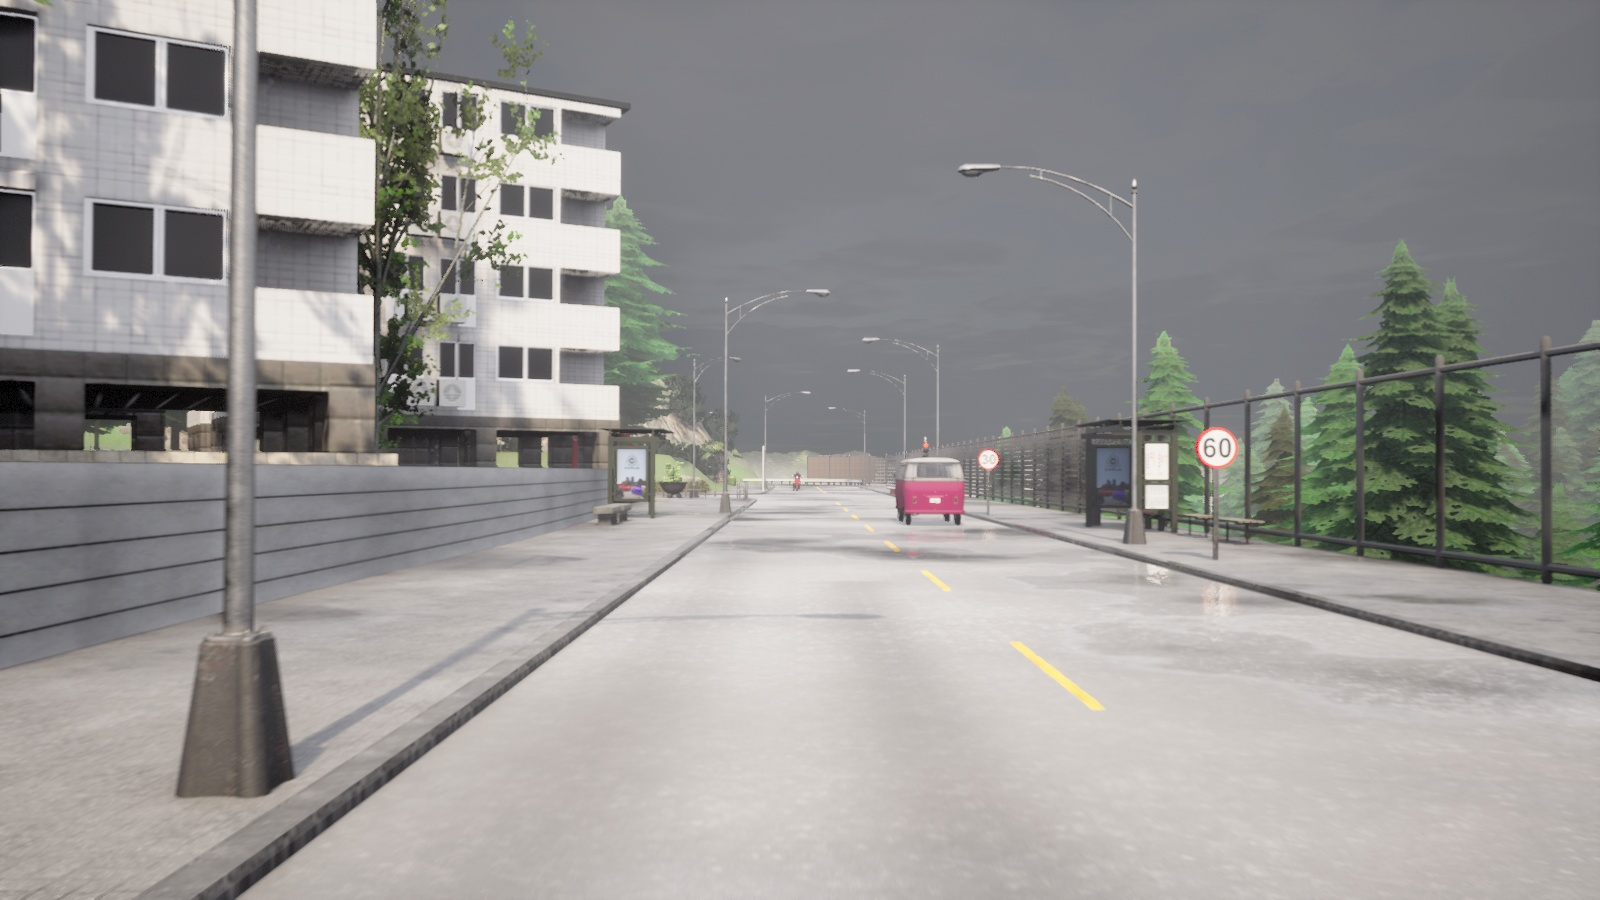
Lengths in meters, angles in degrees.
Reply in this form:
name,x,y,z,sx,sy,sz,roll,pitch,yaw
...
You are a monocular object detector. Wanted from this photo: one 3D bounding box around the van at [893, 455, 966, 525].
name,x,y,z,sx,sy,sz,roll,pitch,yaw
van,3.898,1.194,38.402,1.775,1.987,4.442,0,-1,0
